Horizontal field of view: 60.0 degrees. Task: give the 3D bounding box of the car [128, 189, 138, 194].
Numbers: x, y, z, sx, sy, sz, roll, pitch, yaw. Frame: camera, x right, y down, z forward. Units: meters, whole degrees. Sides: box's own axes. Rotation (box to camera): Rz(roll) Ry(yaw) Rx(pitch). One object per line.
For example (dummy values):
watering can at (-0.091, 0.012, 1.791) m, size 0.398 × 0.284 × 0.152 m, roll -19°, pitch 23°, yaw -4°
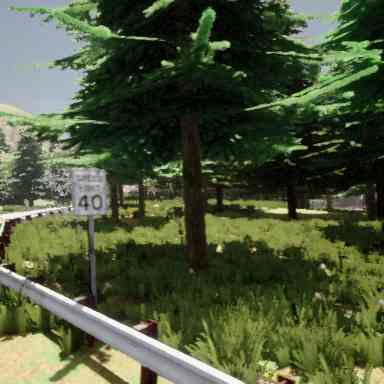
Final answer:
car at (-11.125, 0.182, 65.522) m, size 1.837 × 1.490 × 4.892 m, roll -3°, pitch 2°, yaw 7°
